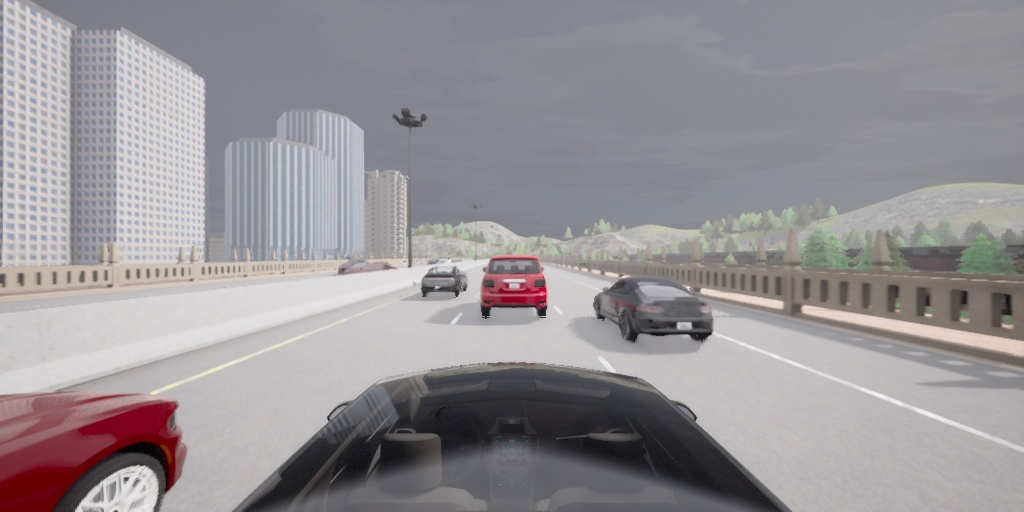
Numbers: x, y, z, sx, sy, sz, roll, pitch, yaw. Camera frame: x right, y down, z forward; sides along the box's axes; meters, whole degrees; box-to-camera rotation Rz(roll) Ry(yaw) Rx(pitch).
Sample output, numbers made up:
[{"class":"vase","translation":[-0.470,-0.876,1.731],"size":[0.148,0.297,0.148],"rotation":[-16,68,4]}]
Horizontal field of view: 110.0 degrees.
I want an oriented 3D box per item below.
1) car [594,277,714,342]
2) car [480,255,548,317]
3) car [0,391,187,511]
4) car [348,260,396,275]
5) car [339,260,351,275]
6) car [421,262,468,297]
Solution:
[{"class":"car","translation":[3.564,1.283,9.713],"size":[1.812,1.442,4.674],"rotation":[0,0,0]},{"class":"car","translation":[0.062,0.989,13.351],"size":[2.150,2.045,5.566],"rotation":[0,0,0]},{"class":"car","translation":[-3.462,1.231,0.677],"size":[1.882,1.535,5.008],"rotation":[0,0,1]},{"class":"car","translation":[-10.687,1.282,28.363],"size":[1.882,1.535,5.008],"rotation":[0,0,0]},{"class":"car","translation":[-14.205,1.344,34.180],"size":[1.812,1.442,4.674],"rotation":[0,0,0]},{"class":"car","translation":[-3.458,1.273,19.001],"size":[2.128,1.511,4.902],"rotation":[0,0,0]}]
